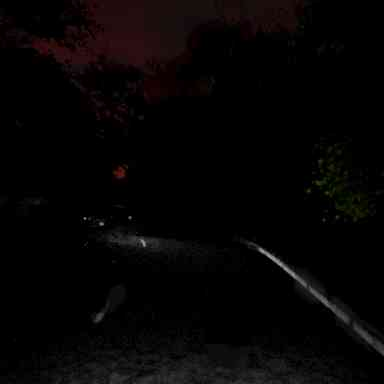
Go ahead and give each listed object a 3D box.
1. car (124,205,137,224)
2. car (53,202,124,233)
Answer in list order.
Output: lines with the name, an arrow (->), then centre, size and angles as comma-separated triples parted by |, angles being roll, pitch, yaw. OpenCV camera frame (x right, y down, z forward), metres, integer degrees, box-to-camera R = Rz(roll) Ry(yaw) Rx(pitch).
car -> -5.686, 1.471, 22.922 | 4.674, 1.442, 1.812 | -1, -3, 42
car -> -6.091, 1.315, 18.382 | 2.128, 1.511, 4.902 | 3, -1, -42
